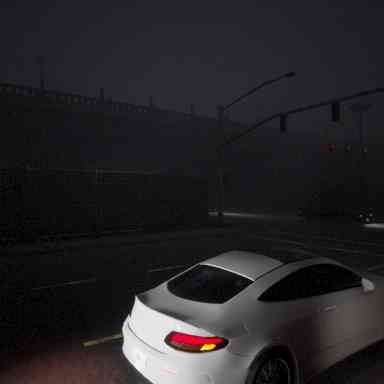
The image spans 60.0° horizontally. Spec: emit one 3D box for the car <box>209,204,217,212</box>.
[{"bbox_3d":[0.819,1.656,39.217,1.895,1.301,4.718,0,0,-36],"label":"car"}]

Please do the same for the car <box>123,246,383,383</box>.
[{"bbox_3d":[1.343,1.526,4.745,4.674,1.442,1.812,0,0,-35],"label":"car"}]

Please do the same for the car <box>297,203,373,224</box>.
[{"bbox_3d":[10.714,1.581,25.359,2.033,1.411,5.357,0,0,-36],"label":"car"}]
